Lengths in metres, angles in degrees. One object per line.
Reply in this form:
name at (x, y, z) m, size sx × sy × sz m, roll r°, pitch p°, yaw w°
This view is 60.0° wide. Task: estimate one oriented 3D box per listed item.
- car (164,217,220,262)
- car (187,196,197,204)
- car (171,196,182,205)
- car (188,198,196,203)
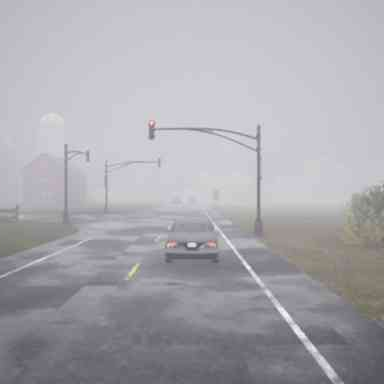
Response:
car at (0.010, 1.664, 12.523) m, size 2.033 × 1.411 × 5.357 m, roll 0°, pitch -1°, yaw 0°
car at (-0.003, 1.890, 80.437) m, size 2.150 × 2.045 × 5.566 m, roll 0°, pitch 0°, yaw 0°
car at (-3.502, 1.846, 73.724) m, size 2.150 × 2.045 × 5.566 m, roll 0°, pitch 0°, yaw 0°
car at (-0.004, 2.216, 90.824) m, size 1.994 × 1.385 × 4.181 m, roll 0°, pitch 0°, yaw 0°
